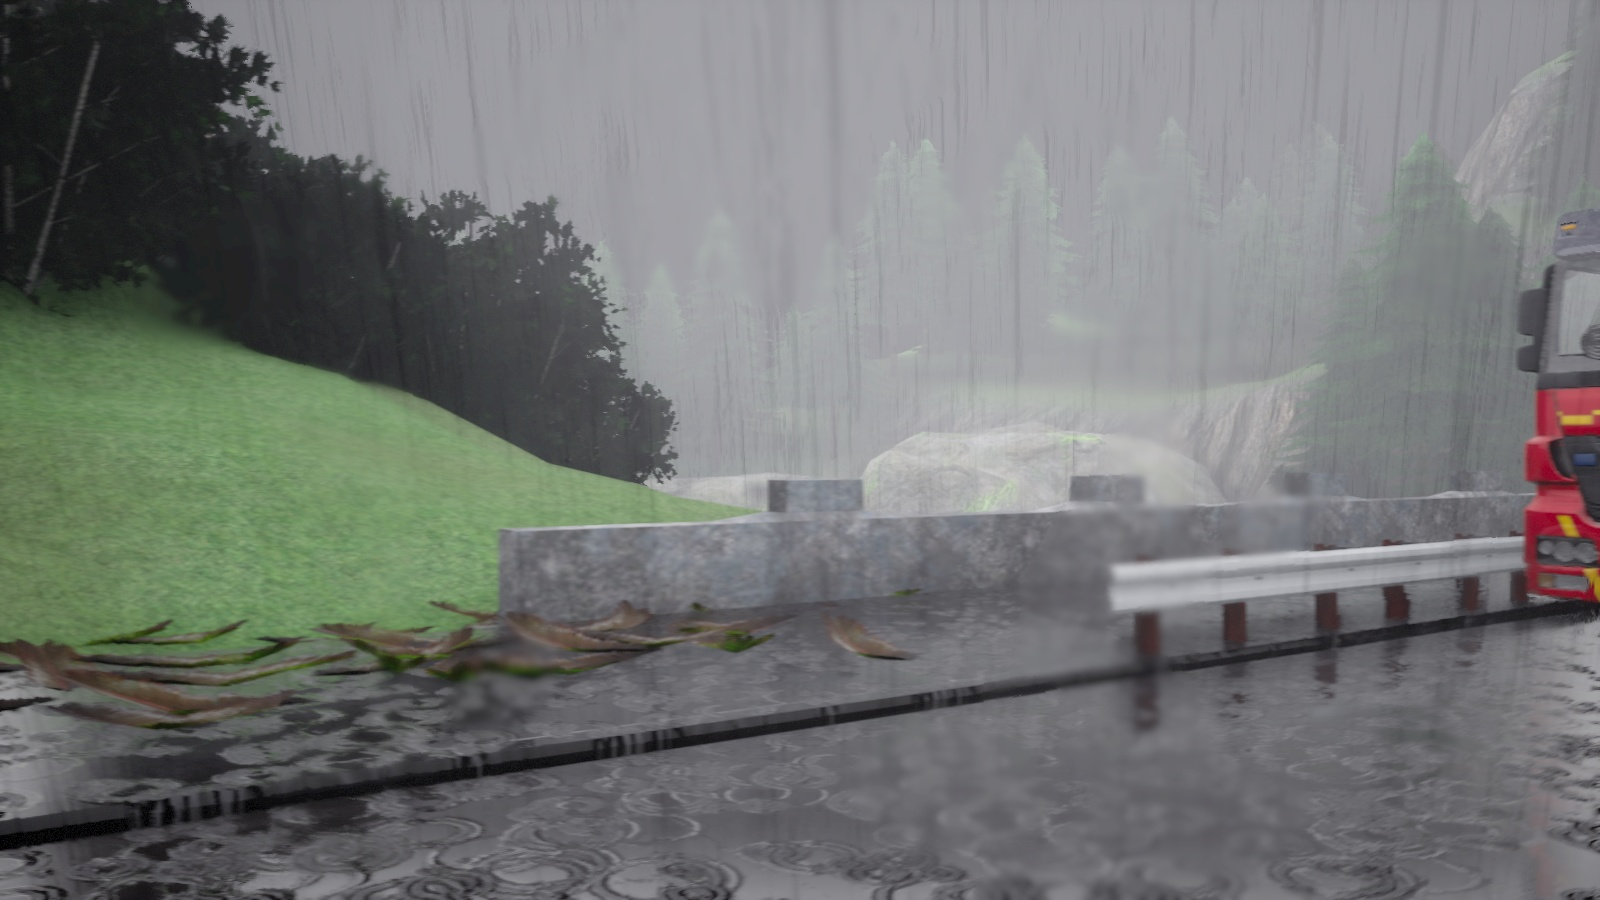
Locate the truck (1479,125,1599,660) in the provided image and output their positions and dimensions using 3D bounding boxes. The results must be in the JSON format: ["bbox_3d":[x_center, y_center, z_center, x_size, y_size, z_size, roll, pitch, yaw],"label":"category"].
[{"bbox_3d":[9.546,-0.413,10.913,8.468,3.827,2.891,0,0,-35],"label":"truck"}]
